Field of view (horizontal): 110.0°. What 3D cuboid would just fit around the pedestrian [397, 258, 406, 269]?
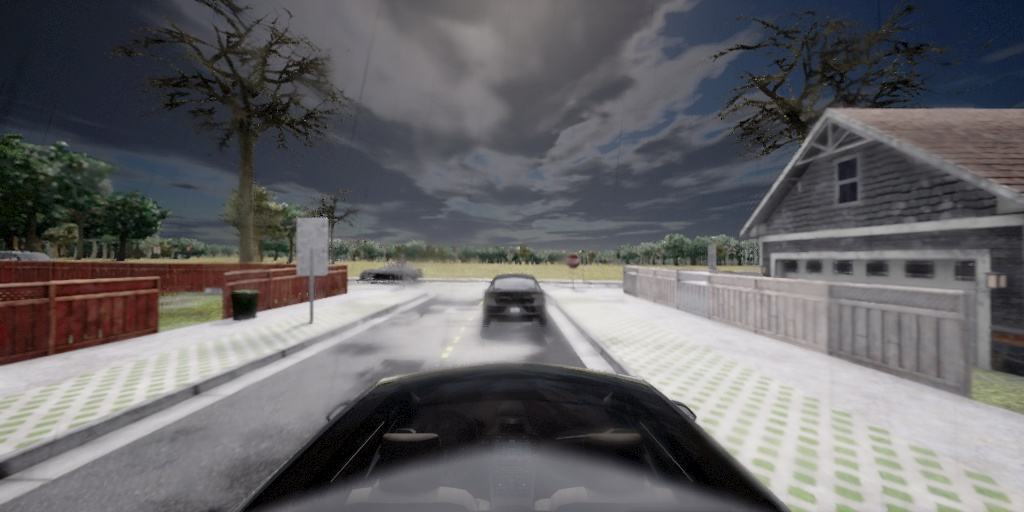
[{"bbox_3d":[-9.728,1.035,31.383,0.375,1.860,0.375,0,-1,0],"label":"pedestrian"}]

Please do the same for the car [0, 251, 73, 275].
[{"bbox_3d":[-34.523,0.693,25.330,5.566,2.045,2.150,1,0,0],"label":"car"}]

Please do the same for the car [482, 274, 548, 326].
[{"bbox_3d":[0.089,1.327,12.080,1.882,1.535,5.008,0,-1,0],"label":"car"}]

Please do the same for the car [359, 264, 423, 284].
[{"bbox_3d":[-9.594,1.372,28.629,4.902,1.511,2.128,1,0,-1],"label":"car"}]

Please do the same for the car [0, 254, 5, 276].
[{"bbox_3d":[-43.705,0.695,28.153,4.553,1.767,2.097,1,0,-2],"label":"car"}]
